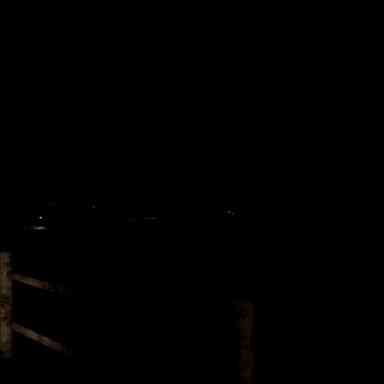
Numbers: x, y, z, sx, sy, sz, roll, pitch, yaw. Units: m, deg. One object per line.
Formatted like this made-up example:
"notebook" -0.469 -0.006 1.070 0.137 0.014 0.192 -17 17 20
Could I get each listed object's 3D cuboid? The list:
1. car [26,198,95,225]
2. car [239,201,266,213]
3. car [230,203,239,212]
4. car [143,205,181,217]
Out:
"car" -10.720 1.537 27.719 2.150 2.045 5.566 -1 -1 36
"car" 9.556 2.153 50.416 2.097 1.767 4.553 -1 -1 36
"car" 8.093 2.400 53.258 2.033 1.411 5.357 -1 -1 37
"car" -3.378 2.127 37.735 1.895 1.301 4.718 -1 -1 36
